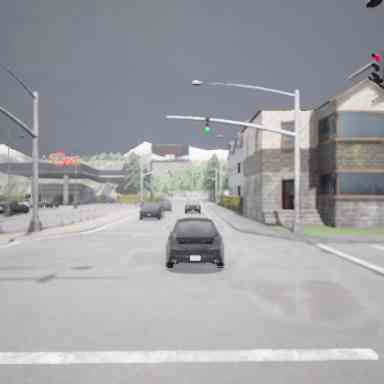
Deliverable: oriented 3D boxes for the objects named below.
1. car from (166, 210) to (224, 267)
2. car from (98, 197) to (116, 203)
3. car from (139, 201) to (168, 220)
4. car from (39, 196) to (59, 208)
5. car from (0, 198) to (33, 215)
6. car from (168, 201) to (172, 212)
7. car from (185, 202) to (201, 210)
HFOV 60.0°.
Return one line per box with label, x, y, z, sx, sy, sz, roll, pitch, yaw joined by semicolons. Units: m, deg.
car;0.099;1.672;12.160;1.837;1.490;4.892;0;0;0
car;-22.178;2.186;86.966;4.611;1.667;2.242;0;0;0
car;-3.592;1.658;30.328;1.882;1.535;5.008;0;0;0
car;-22.630;1.582;52.967;1.905;1.878;3.866;0;0;0
car;-18.925;1.698;35.097;2.007;1.523;4.514;0;0;0
car;-3.576;1.816;42.573;1.994;1.385;4.181;0;0;1
car;0.097;1.841;40.438;1.895;1.301;4.718;0;0;0
